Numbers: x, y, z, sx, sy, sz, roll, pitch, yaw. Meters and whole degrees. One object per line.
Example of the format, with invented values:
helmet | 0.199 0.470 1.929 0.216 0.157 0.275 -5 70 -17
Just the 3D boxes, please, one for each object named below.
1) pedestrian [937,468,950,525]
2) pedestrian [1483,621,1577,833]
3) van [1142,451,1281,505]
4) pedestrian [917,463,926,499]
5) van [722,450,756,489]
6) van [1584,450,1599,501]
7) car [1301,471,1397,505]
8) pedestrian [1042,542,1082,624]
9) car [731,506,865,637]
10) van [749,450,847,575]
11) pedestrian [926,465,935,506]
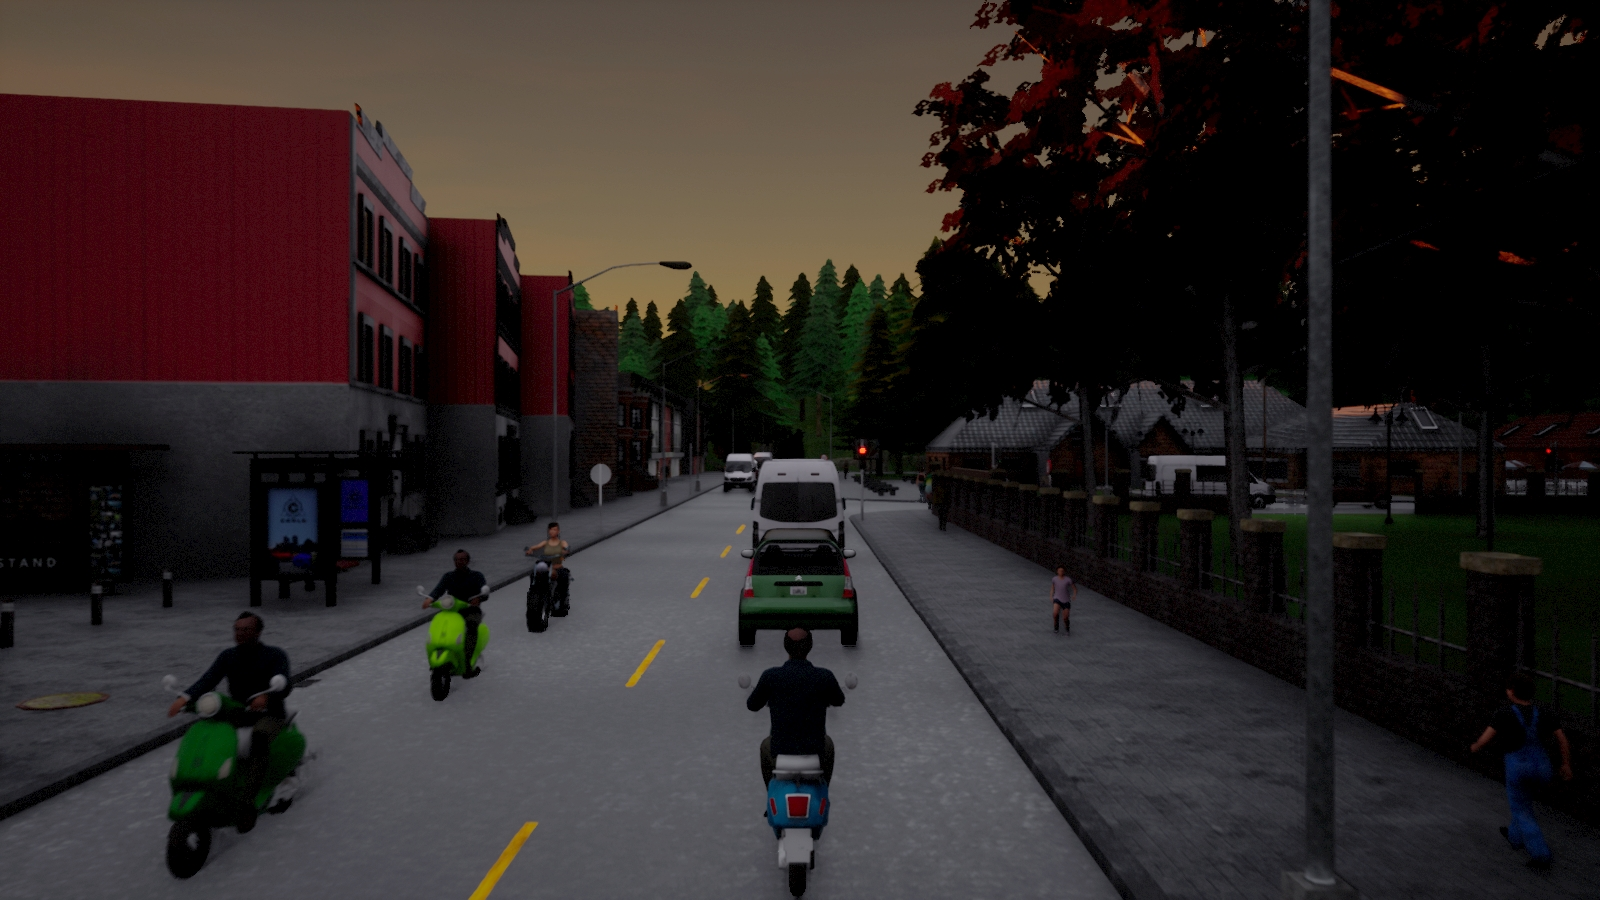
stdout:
pedestrian | 4.729 1.524 37.603 0.375 1.860 0.375 0 0 -1
pedestrian | 4.791 1.805 7.514 0.375 1.300 0.375 0 0 -1
van | 19.578 1.312 54.499 5.915 2.561 1.988 0 0 1
pedestrian | 6.367 1.626 59.723 0.375 1.860 0.375 0 0 19
van | -4.117 1.312 78.010 1.988 2.561 5.915 0 0 0
van | 43.161 1.312 57.578 5.915 2.561 1.988 0 -1 31
car | 26.115 1.804 54.437 3.705 1.549 1.789 0 0 0
pedestrian | 3.763 1.904 16.403 0.500 1.100 0.500 0 0 22
car | -0.027 1.779 17.797 1.851 1.617 3.988 0 0 0
van | -0.049 1.310 26.282 1.988 2.561 5.915 0 -1 0
pedestrian | 5.958 1.627 52.267 0.375 1.860 0.375 0 0 15
